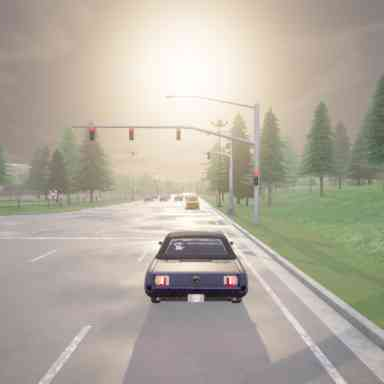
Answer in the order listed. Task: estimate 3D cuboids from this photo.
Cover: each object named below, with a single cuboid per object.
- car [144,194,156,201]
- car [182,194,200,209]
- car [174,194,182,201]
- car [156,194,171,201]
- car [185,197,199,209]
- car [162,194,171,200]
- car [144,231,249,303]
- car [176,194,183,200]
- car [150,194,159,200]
[{"bbox_3d":[-10.337,1.531,80.445,2.033,1.411,5.357,0,0,0],"label":"car"},{"bbox_3d":[-0.034,1.083,46.327,1.882,1.535,5.008,-3,17,-3],"label":"car"},{"bbox_3d":[-3.336,1.545,80.848,1.994,1.385,4.181,0,0,0],"label":"car"},{"bbox_3d":[-6.837,1.531,80.438,2.033,1.411,5.357,0,0,0],"label":"car"},{"bbox_3d":[0.047,1.576,49.804,2.033,1.411,5.357,-1,1,1],"label":"car"},{"bbox_3d":[-6.816,1.372,90.858,2.033,1.411,5.357,0,0,0],"label":"car"},{"bbox_3d":[0.096,1.601,8.136,1.895,1.301,4.718,0,0,1],"label":"car"},{"bbox_3d":[-3.316,1.357,90.851,1.812,1.442,4.674,0,0,0],"label":"car"},{"bbox_3d":[-10.316,1.332,90.865,1.837,1.490,4.892,0,0,0],"label":"car"}]
